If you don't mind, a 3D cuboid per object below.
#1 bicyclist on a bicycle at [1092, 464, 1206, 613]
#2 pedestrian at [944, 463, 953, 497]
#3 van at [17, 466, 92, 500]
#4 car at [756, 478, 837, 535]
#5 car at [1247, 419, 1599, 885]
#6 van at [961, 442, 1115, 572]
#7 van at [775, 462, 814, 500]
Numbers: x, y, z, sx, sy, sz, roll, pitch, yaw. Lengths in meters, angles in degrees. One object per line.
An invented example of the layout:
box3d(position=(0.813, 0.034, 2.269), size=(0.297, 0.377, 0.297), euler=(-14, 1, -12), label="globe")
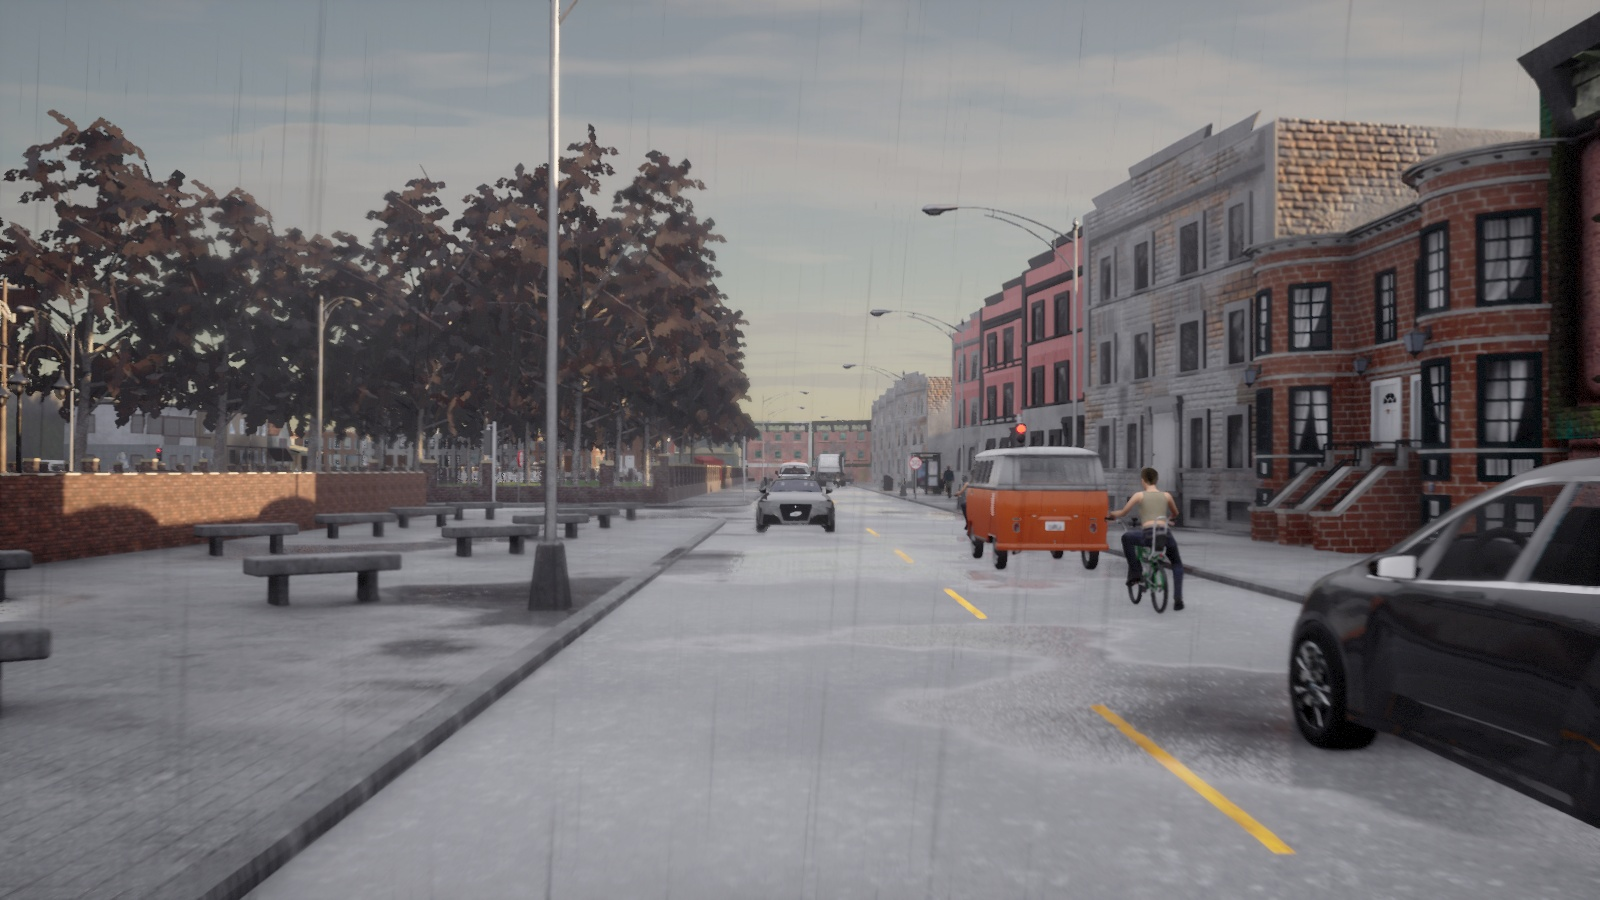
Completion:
box3d(position=(3.967, 0.976, 14.406), size=(0.866, 1.612, 1.509), euler=(0, -1, -1), label="bicyclist on a bicycle")
box3d(position=(8.104, 1.636, 68.327), size=(0.402, 1.842, 0.726), euler=(0, -1, 12), label="pedestrian")
box3d(position=(-45.557, 2.007, 76.838), size=(2.069, 2.038, 4.480), euler=(0, -1, -2), label="van")
box3d(position=(-0.097, 1.431, 32.991), size=(1.994, 1.385, 4.181), euler=(0, -1, 0), label="car")
box3d(position=(3.983, 0.739, 5.723), size=(2.242, 1.667, 4.611), euler=(0, -1, 0), label="car")
box3d(position=(3.941, 0.912, 21.554), size=(1.775, 1.987, 4.442), euler=(0, -1, 0), label="van")
box3d(position=(-0.279, 1.697, 69.171), size=(2.069, 2.038, 4.480), euler=(0, -1, 0), label="van")
